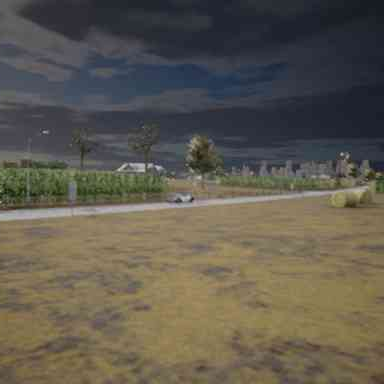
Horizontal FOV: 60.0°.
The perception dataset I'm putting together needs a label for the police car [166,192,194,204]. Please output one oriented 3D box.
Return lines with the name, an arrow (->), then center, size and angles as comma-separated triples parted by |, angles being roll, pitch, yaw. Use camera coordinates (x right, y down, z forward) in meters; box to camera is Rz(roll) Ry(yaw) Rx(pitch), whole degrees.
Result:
police car -> -1.808, 0.879, 48.919 | 2.038, 1.542, 4.974 | 3, 3, 36
